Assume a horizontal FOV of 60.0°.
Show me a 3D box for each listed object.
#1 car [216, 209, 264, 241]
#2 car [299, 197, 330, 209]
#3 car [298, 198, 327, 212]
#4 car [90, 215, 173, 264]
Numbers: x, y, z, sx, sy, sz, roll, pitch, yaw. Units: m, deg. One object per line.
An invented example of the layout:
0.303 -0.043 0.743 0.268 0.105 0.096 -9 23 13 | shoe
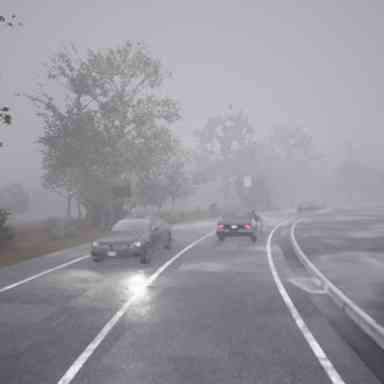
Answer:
2.563 1.590 17.044 2.033 1.411 5.357 -1 -1 16 | car
17.520 1.573 47.518 4.902 1.511 2.128 -1 -3 -43 | car
13.845 1.531 38.564 1.994 1.385 4.181 -5 -2 39 | car
-1.983 1.604 12.285 1.812 1.442 4.674 -1 -1 11 | car
